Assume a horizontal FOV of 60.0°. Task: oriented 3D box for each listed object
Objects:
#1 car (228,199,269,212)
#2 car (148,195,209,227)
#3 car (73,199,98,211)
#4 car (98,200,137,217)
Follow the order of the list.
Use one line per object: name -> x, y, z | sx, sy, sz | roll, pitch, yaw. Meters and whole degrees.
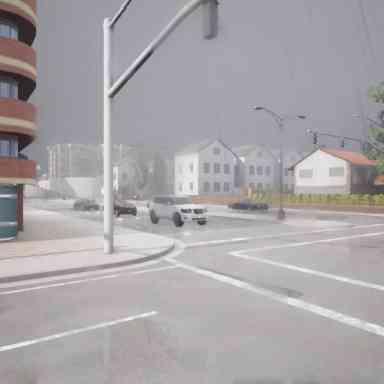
car -> 6.525, 1.547, 39.173 | 2.033, 1.411, 5.357 | 0, 0, -35
car -> -1.094, 1.221, 23.488 | 2.150, 2.045, 5.566 | 0, 0, -35
car -> -13.047, 1.547, 40.786 | 2.033, 1.411, 5.357 | 0, 0, -35
car -> -7.002, 1.476, 32.027 | 1.882, 1.535, 5.008 | 0, 0, -34
